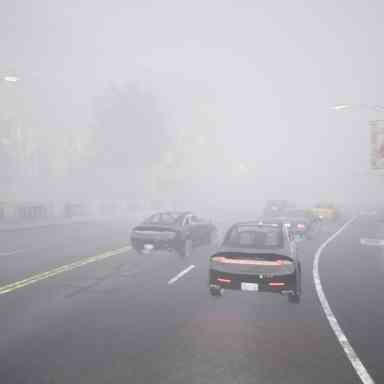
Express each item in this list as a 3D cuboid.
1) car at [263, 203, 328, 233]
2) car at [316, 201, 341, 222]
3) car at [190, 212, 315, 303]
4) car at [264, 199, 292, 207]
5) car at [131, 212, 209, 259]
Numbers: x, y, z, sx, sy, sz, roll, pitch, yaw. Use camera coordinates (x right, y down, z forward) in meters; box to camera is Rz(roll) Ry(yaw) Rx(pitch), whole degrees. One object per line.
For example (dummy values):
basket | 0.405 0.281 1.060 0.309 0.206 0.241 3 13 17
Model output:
car | 5.531 1.547 17.286 2.033 1.411 5.357 0 0 29
car | 10.542 1.456 26.247 1.801 1.575 5.366 0 0 30
car | 1.680 1.492 8.327 2.128 1.511 4.902 0 0 15
car | 7.473 1.352 27.689 2.097 1.767 4.553 0 0 30
car | -0.477 1.491 12.696 2.128 1.511 4.902 0 0 21
